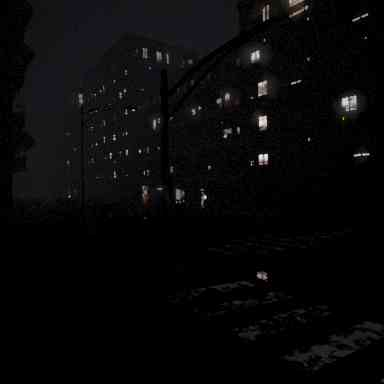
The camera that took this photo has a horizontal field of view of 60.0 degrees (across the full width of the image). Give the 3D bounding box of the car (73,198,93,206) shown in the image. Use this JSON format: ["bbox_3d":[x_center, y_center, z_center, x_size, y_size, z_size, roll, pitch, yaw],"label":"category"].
[{"bbox_3d":[-18.339,1.644,55.828,1.947,1.339,4.313,-1,1,-36],"label":"car"}]

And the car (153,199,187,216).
[{"bbox_3d":[-2.241,1.441,33.322,1.967,1.590,4.097,-1,1,-36],"label":"car"}]

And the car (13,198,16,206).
[{"bbox_3d":[-31.594,1.782,59.956,1.887,1.381,4.507,-1,1,-36],"label":"car"}]

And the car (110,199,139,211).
[{"bbox_3d":[-8.679,1.581,42.325,2.008,1.369,4.403,-1,1,-36],"label":"car"}]

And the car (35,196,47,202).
[{"bbox_3d":[-37.659,1.728,82.835,1.887,1.381,4.507,-1,1,-36],"label":"car"}]

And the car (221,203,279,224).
[{"bbox_3d":[4.102,1.498,24.459,1.752,1.417,4.829,-1,1,-36],"label":"car"}]

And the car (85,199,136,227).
[{"bbox_3d":[-5.836,1.553,23.947,1.967,1.590,4.097,-1,1,-36],"label":"car"}]

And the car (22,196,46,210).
[{"bbox_3d":[-21.936,1.628,46.451,1.967,1.590,4.097,-1,1,-36],"label":"car"}]

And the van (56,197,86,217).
[{"bbox_3d":[-12.277,1.483,32.947,1.690,1.788,3.998,-1,1,-36],"label":"van"}]

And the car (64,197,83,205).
[{"bbox_3d":[-21.559,1.645,60.329,2.008,1.369,4.403,-1,1,-36],"label":"car"}]

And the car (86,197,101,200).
[{"bbox_3d":[-15.121,1.502,51.326,1.967,1.590,4.097,-1,1,-36],"label":"car"}]

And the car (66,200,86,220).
[{"bbox_3d":[-8.956,1.652,28.310,1.752,1.417,4.829,-1,1,-36],"label":"car"}]

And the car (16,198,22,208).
[{"bbox_3d":[-25.154,1.770,50.953,1.947,1.339,4.313,-1,1,-36],"label":"car"}]
